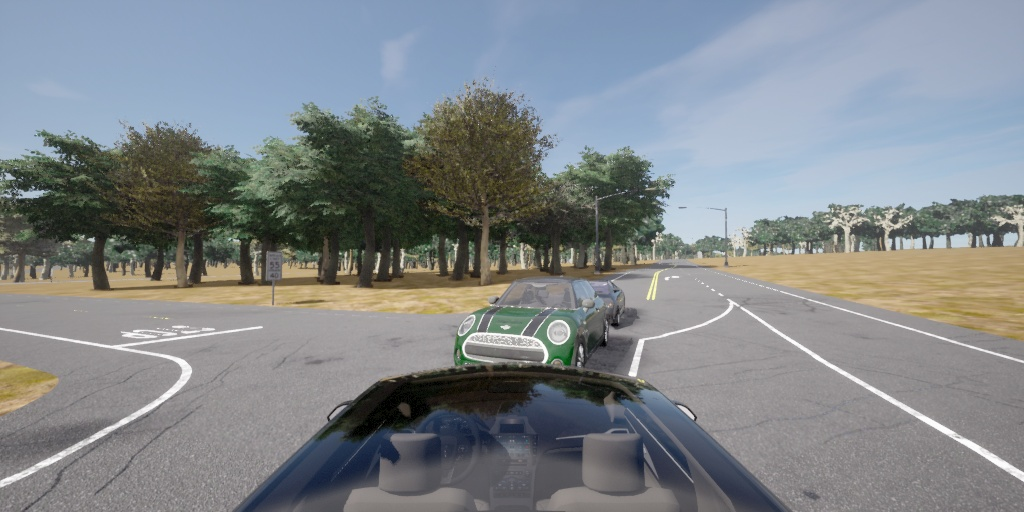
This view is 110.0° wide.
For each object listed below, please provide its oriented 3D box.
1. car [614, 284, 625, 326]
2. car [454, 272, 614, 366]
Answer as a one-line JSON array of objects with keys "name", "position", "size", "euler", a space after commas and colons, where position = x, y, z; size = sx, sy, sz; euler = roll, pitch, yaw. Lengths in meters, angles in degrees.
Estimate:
[{"name": "car", "position": [2.916, 1.554, 12.873], "size": [1.994, 1.385, 4.181], "euler": [-2, 0, 22]}, {"name": "car", "position": [0.687, 1.222, 7.442], "size": [2.097, 1.767, 4.553], "euler": [-1, -2, 22]}]
